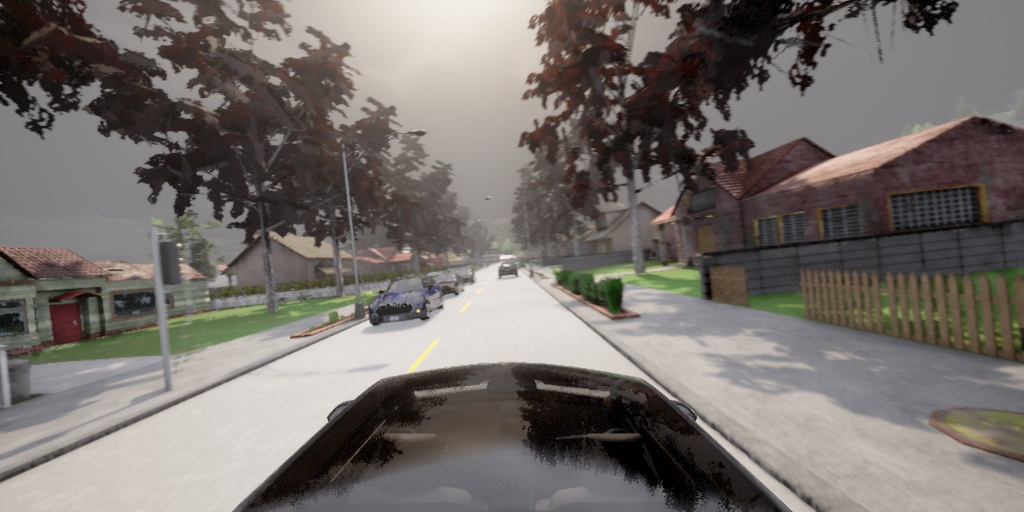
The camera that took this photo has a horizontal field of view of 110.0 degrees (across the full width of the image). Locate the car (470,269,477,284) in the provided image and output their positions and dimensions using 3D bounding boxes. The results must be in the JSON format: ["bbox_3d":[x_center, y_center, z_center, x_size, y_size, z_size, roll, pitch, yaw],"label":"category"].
[{"bbox_3d":[-4.465,2.007,34.734,2.033,1.411,5.357,-6,0,-1],"label":"car"}]

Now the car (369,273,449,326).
[{"bbox_3d":[-4.229,1.638,14.875,2.097,1.767,4.553,-6,0,-1],"label":"car"}]

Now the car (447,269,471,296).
[{"bbox_3d":[-4.342,1.918,24.468,2.033,1.411,5.357,-6,0,-1],"label":"car"}]

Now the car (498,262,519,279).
[{"bbox_3d":[-0.439,1.415,38.692,2.097,1.767,4.553,-6,0,0],"label":"car"}]
